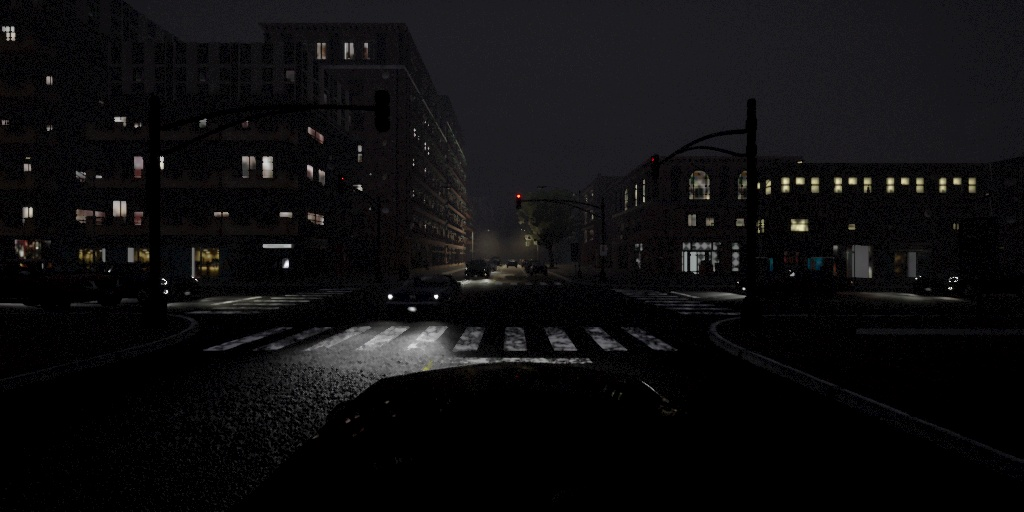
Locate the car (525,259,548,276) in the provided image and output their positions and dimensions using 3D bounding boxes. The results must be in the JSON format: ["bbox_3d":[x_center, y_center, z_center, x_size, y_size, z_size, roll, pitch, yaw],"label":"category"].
[{"bbox_3d":[2.692,1.330,36.841,2.007,1.370,4.403,0,0,0],"label":"car"}]

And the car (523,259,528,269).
[{"bbox_3d":[2.693,1.228,42.538,1.967,1.591,4.097,0,0,0],"label":"car"}]

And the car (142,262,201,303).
[{"bbox_3d":[-16.526,1.053,15.739,4.553,1.767,2.097,0,0,-1],"label":"car"}]

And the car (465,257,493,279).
[{"bbox_3d":[-3.074,1.126,32.571,2.097,1.767,4.553,0,0,-1],"label":"car"}]

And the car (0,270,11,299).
[{"bbox_3d":[-25.582,1.274,15.653,4.718,1.301,1.895,0,0,0],"label":"car"}]

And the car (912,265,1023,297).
[{"bbox_3d":[24.524,1.219,19.206,4.553,1.767,2.097,0,0,0],"label":"car"}]

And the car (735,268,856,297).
[{"bbox_3d":[15.025,1.372,19.140,5.357,1.411,2.033,0,0,0],"label":"car"}]

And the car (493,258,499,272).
[{"bbox_3d":[-3.091,1.321,46.912,1.812,1.442,4.674,0,0,0],"label":"car"}]

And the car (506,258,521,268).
[{"bbox_3d":[0.003,1.319,63.198,2.128,1.511,4.902,0,0,0],"label":"car"}]

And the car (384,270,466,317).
[{"bbox_3d":[-3.098,1.353,13.384,1.895,1.301,4.718,0,0,0],"label":"car"}]

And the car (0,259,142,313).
[{"bbox_3d":[-17.276,1.013,13.123,5.009,1.841,2.192,0,0,0],"label":"car"}]
